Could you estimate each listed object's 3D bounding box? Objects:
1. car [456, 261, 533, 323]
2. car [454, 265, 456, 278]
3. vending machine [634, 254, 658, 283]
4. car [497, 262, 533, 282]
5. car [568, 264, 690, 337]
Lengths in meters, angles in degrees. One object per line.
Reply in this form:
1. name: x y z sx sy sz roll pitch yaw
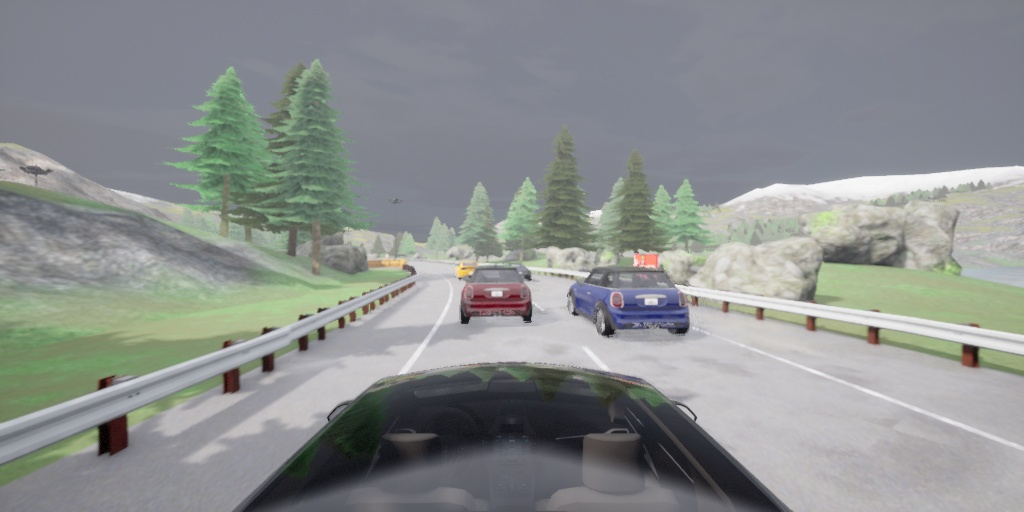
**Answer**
1. car: -0.602 1.074 12.160 2.097 1.767 4.553 0 0 -5
2. car: -3.709 1.159 29.989 1.882 1.535 5.008 0 0 -14
3. vending machine: 7.038 0.876 18.857 1.100 2.100 0.880 0 0 -8
4. car: 0.172 1.237 28.771 1.994 1.385 4.181 0 0 -13
5. car: 3.056 1.068 10.391 2.097 1.767 4.553 0 0 -4
